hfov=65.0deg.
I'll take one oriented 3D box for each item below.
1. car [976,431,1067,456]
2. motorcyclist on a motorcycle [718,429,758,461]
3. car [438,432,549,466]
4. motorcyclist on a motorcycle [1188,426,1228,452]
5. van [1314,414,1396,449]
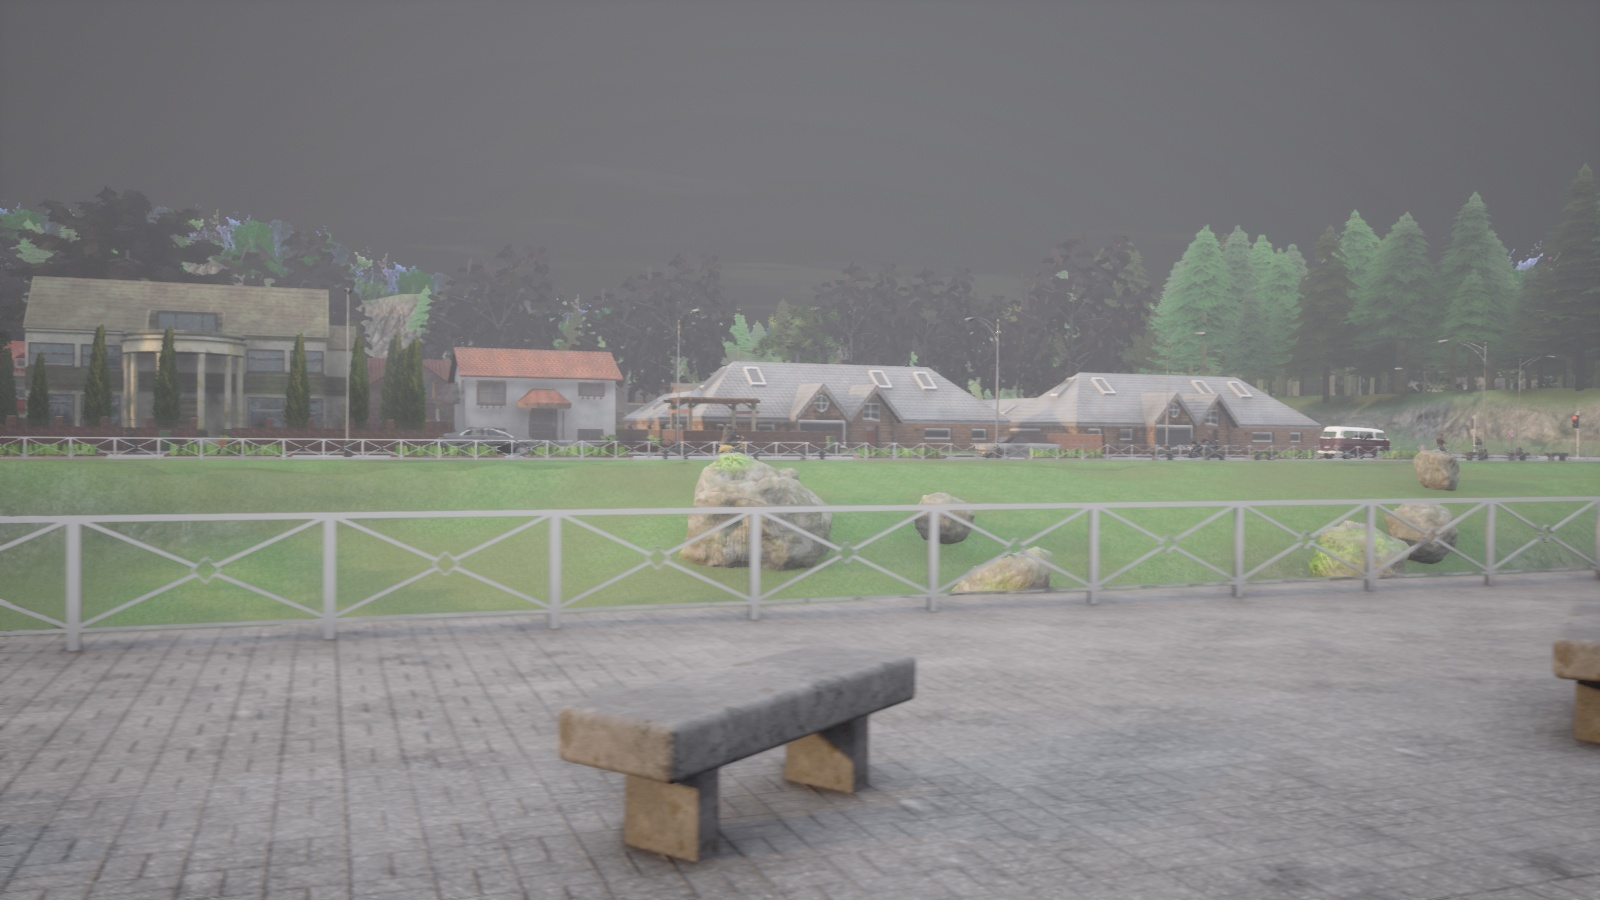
[{"bbox_3d":[12.361,-0.376,70.146,4.718,1.301,1.895,-1,1,-21],"label":"car"},{"bbox_3d":[-3.172,-0.260,64.251,1.817,1.590,0.866,-1,1,-21],"label":"motorcyclist on a motorcycle"},{"bbox_3d":[-14.641,-0.062,59.900,4.902,1.511,2.128,-1,1,-21],"label":"car"},{"bbox_3d":[24.251,-0.644,74.656,2.191,1.530,0.866,-1,1,-21],"label":"motorcyclist on a motorcycle"},{"bbox_3d":[34.758,-1.146,78.640,4.480,2.038,2.069,1,0,-21],"label":"van"}]
